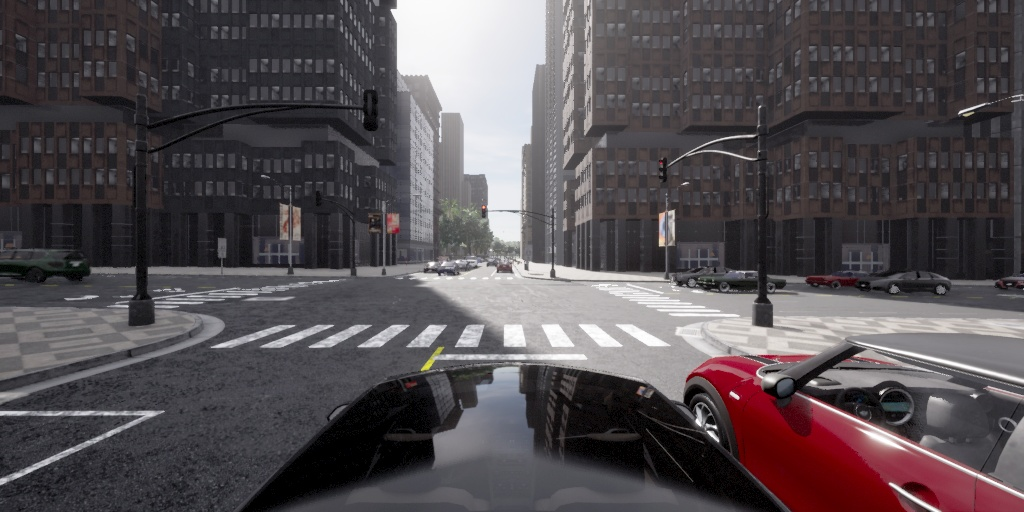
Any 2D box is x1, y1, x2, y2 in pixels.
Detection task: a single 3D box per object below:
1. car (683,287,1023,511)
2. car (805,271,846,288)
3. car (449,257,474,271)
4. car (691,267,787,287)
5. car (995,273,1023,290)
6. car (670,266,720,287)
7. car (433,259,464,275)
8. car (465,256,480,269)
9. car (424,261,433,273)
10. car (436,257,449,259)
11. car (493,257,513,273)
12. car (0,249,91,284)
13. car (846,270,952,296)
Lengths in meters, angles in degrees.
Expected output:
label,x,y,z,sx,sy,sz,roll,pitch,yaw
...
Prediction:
label,x,y,z,sx,sy,sz,roll,pitch,yaw
car,2.761,1.190,2.173,1.967,1.591,4.097,0,0,0
car,23.940,1.718,25.714,4.718,1.301,1.895,1,0,-1
car,-6.831,1.261,48.601,2.128,1.511,4.902,0,0,-1
car,14.161,1.580,22.352,4.718,1.301,1.895,1,0,-3
car,37.894,1.885,25.891,4.181,1.385,1.994,1,0,-1
car,13.854,1.476,25.598,4.892,1.490,1.837,1,0,-1
car,-6.684,1.294,38.334,2.033,1.411,5.357,0,0,-1
car,-6.961,1.015,59.232,2.150,2.045,5.566,0,0,0
car,-9.428,1.324,43.426,1.948,1.339,4.313,0,0,-1
car,-9.502,1.084,48.851,2.192,1.841,5.009,0,0,-1
car,-0.904,1.197,43.539,1.967,1.591,4.097,0,0,-1
car,-29.206,0.588,21.788,5.566,2.045,2.150,1,0,-1
car,24.434,1.633,22.484,4.892,1.490,1.837,1,0,-1
